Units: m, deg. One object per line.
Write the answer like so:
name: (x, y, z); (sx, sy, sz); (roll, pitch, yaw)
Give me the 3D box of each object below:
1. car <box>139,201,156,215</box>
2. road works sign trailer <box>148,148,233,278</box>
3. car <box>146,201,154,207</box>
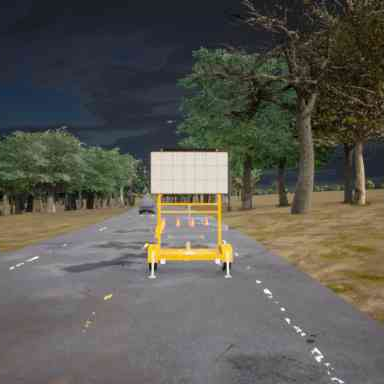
car: (-5.227, 1.940, 39.202); (2.033, 1.411, 5.357); (0, -1, -5)
road works sign trailer: (-0.081, 0.481, 10.183); (2.380, 3.560, 2.880); (0, 0, -2)
car: (-11.278, 3.147, 89.460); (2.128, 1.511, 4.902); (0, -2, -8)
